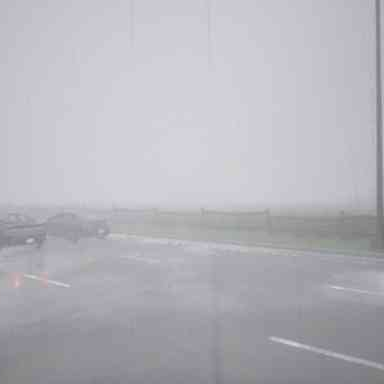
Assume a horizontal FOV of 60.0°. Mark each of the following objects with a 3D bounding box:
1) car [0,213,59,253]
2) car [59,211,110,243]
[{"bbox_3d":[-8.046,1.630,13.869,4.902,1.511,2.128,-1,0,35],"label":"car"},{"bbox_3d":[-6.095,1.665,16.776,4.674,1.442,1.812,0,0,35],"label":"car"}]
